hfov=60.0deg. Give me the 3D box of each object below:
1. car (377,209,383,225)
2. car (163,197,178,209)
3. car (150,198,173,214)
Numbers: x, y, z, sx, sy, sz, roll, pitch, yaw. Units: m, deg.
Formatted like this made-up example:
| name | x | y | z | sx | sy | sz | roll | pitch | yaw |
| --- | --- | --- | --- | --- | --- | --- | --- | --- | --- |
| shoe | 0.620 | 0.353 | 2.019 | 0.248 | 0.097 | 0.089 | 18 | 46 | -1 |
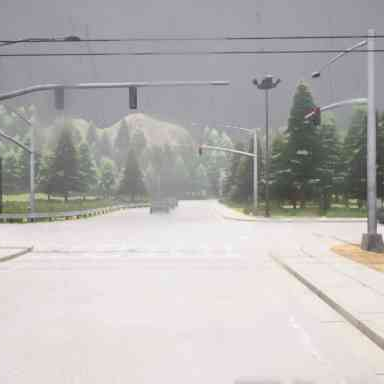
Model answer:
| name | x | y | z | sx | sy | sz | roll | pitch | yaw |
| --- | --- | --- | --- | --- | --- | --- | --- | --- | --- |
| car | 14.623 | 1.361 | 22.123 | 4.553 | 1.767 | 2.097 | 0 | 0 | 1 |
| car | -3.489 | 1.493 | 47.188 | 2.097 | 1.767 | 4.553 | 0 | 0 | 0 |
| car | -3.528 | 1.681 | 37.476 | 1.994 | 1.385 | 4.181 | 0 | 0 | 0 |
